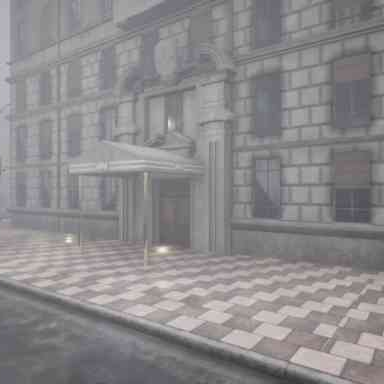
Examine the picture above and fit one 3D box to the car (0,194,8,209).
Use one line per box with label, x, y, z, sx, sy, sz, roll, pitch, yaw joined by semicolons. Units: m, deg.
car;-26.766;1.221;42.717;2.150;2.045;5.566;0;0;35
